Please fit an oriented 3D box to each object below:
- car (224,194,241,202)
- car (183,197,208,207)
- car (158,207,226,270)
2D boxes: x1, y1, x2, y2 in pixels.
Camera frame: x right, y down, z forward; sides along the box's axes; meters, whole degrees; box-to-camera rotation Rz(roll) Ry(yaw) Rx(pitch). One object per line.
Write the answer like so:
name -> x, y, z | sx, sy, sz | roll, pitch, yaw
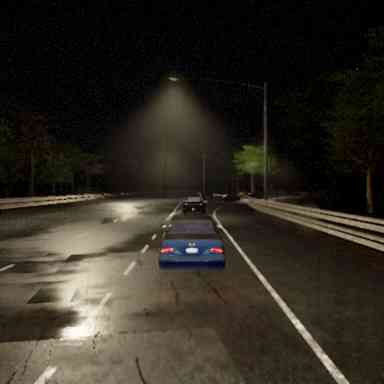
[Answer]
car -> 6.914, 0.968, 56.693 | 1.994, 1.385, 4.181 | 0, 1, 24
car -> 0.307, 1.180, 29.554 | 2.128, 1.511, 4.902 | 0, 1, 5
car -> -0.004, 1.435, 10.543 | 2.033, 1.411, 5.357 | 0, 1, 0
